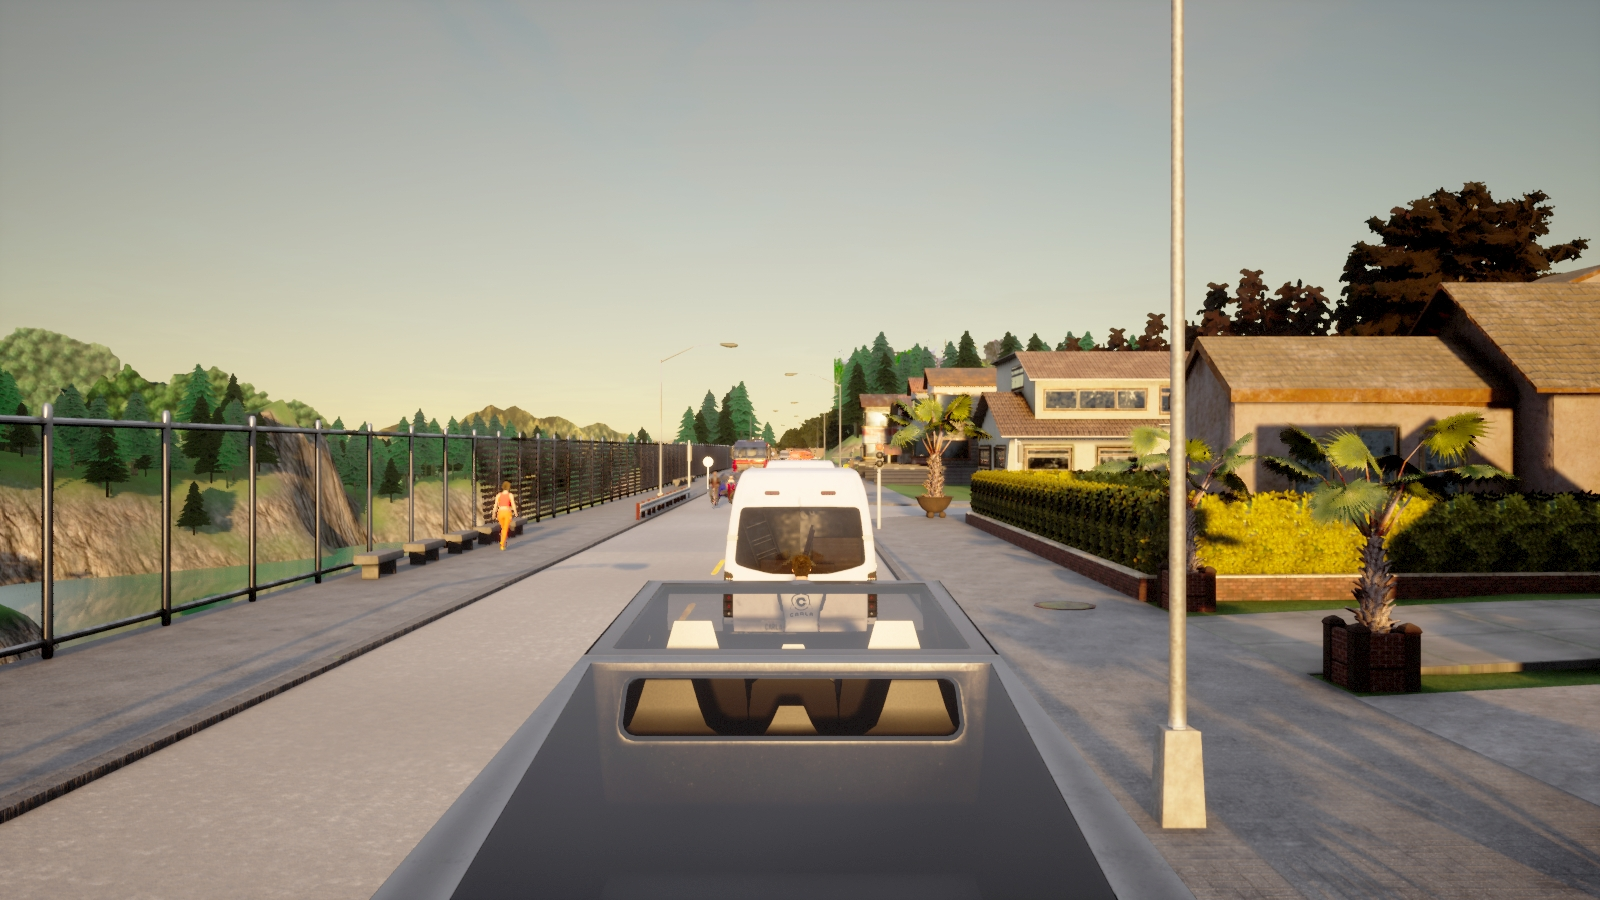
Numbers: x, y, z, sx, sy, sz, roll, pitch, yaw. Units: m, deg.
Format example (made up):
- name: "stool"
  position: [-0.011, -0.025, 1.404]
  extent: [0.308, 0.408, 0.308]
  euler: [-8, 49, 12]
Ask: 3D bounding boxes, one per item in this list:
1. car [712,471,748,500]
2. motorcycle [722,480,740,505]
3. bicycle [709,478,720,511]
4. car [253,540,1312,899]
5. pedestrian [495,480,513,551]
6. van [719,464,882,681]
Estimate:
- name: "car"
  position: [-3.976, 2.012, 65.457]
  extent: [1.845, 1.501, 3.633]
  euler: [0, 0, 0]
- name: "motorcycle"
  position: [-3.555, 2.162, 58.711]
  extent: [0.803, 1.199, 2.033]
  euler: [1, 0, -6]
- name: "bicycle"
  position: [-3.975, 2.039, 53.177]
  extent: [0.329, 1.471, 1.835]
  euler: [0, 0, 0]
- name: "car"
  position: [-0.034, 1.751, 5.716]
  extent: [2.390, 2.098, 6.274]
  euler: [0, 0, 0]
- name: "pedestrian"
  position: [-7.850, 1.732, 30.273]
  extent: [0.375, 1.860, 0.375]
  euler: [0, 0, 1]
- name: "van"
  position: [0.009, 1.528, 16.844]
  extent: [1.988, 2.561, 5.915]
  euler: [0, 0, 0]
